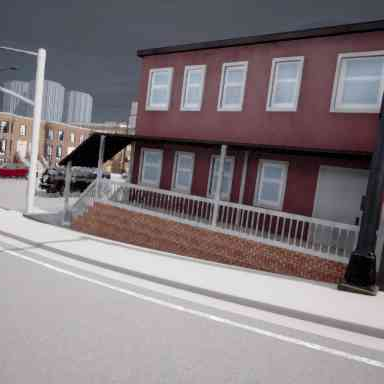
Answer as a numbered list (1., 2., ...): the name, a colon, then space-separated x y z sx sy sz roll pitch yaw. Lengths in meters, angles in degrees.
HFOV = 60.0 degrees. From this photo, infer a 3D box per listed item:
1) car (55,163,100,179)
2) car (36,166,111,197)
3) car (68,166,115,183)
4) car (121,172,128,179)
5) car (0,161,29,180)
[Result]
1. car: -14.296 -2.570 41.825 1.882 1.535 5.008 10 6 36
2. car: -8.765 -0.734 25.425 2.150 2.045 5.566 10 6 35
3. car: -11.840 -2.040 39.314 2.128 1.511 4.902 10 6 35
4. car: -8.420 -2.549 49.938 2.128 1.511 4.902 10 6 36
5. car: -17.356 -2.059 31.665 1.882 1.535 5.008 10 6 35
